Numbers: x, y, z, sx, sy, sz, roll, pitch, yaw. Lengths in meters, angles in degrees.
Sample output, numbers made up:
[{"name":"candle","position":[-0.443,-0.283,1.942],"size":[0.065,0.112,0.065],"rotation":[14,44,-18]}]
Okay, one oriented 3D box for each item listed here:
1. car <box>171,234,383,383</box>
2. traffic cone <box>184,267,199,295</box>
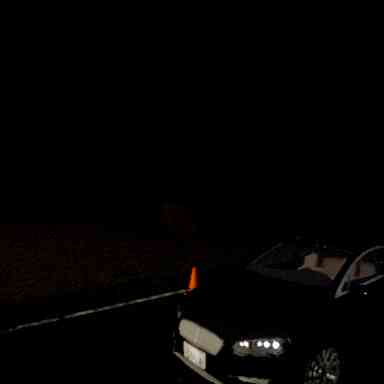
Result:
[{"name":"car","position":[1.988,1.453,5.008],"size":[4.902,1.511,2.128],"rotation":[-1,0,-37]},{"name":"traffic cone","position":[0.059,1.921,7.187],"size":[0.340,0.580,0.340],"rotation":[-1,0,-36]}]
